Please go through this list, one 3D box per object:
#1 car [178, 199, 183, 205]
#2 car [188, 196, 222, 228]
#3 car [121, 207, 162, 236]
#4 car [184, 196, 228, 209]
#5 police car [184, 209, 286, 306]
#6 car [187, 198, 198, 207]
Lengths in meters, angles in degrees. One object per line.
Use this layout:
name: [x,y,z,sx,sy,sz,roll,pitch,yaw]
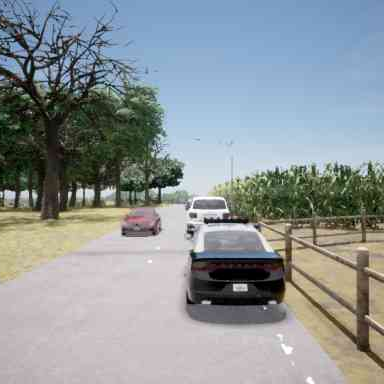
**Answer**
car: [-2.683,2.583,87.806,1.812,1.442,4.674,0,-2,0]
car: [0.842,1.314,24.213,2.150,2.045,5.566,0,0,0]
car: [-2.736,1.585,18.878,1.812,1.442,4.674,0,0,0]
car: [0.838,1.280,18.211,2.150,2.045,5.566,0,0,0]
police car: [0.830,1.440,8.284,1.930,1.638,5.238,0,0,0]
car: [0.044,1.880,59.192,1.837,1.490,4.892,0,-1,0]
